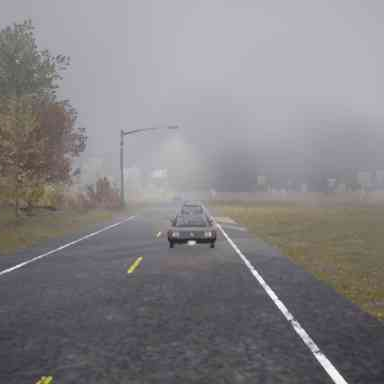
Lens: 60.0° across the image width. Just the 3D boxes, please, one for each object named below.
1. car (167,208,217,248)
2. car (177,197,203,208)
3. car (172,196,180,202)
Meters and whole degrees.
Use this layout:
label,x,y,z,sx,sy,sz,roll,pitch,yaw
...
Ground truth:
label,x,y,z,sx,sy,sz,roll,pitch,yaw
car,0.000,1.614,14.680,1.895,1.301,4.718,0,0,0
car,0.000,1.492,29.650,2.128,1.511,4.902,0,0,0
car,-3.500,1.541,76.738,1.994,1.385,4.181,0,0,0
